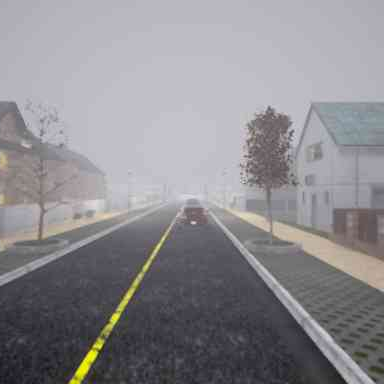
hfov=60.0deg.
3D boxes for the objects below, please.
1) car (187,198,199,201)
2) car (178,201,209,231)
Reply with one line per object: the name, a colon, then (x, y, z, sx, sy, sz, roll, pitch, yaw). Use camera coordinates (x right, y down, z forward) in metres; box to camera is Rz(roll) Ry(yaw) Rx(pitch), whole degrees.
car: (0.091, 1.522, 41.314, 1.882, 1.535, 5.008, 0, 0, 0)
car: (0.096, 1.544, 20.827, 1.812, 1.442, 4.674, 0, 0, 0)
